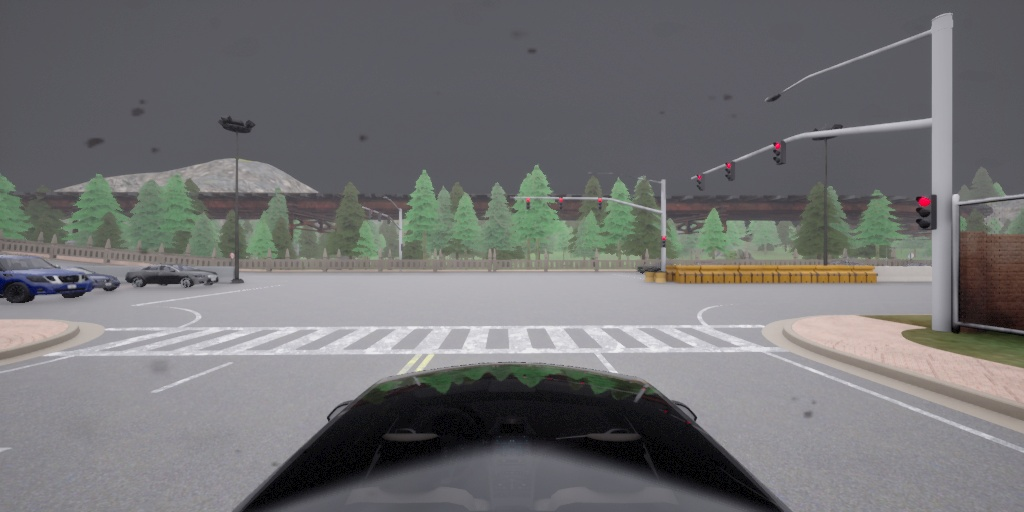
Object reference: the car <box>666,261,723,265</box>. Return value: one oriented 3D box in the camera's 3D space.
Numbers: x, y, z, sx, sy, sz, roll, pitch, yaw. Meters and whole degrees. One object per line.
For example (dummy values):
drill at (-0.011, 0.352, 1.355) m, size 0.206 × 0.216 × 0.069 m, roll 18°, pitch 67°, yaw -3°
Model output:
car at (16.612, 1.227, 31.316) m, size 5.008 × 1.535 × 1.882 m, roll 0°, pitch 0°, yaw -2°

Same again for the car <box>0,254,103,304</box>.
car at (-22.369, 0.960, 15.887) m, size 5.566 × 2.045 × 2.150 m, roll 1°, pitch 0°, yaw -2°

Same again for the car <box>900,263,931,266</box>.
car at (35.845, 1.313, 31.911) m, size 4.181 × 1.385 × 1.994 m, roll 0°, pitch 0°, yaw -2°

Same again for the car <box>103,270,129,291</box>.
car at (-24.179, 1.267, 19.338) m, size 4.674 × 1.442 × 1.812 m, roll 0°, pitch 0°, yaw -2°

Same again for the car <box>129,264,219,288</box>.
car at (-21.597, 1.235, 22.919) m, size 4.902 × 1.511 × 2.128 m, roll 0°, pitch 0°, yaw -2°

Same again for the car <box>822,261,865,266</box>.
car at (35.438, 1.241, 38.903) m, size 4.902 × 1.511 × 2.128 m, roll 0°, pitch 0°, yaw -2°

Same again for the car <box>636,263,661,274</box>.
car at (15.805, 1.350, 38.294) m, size 4.718 × 1.301 × 1.895 m, roll 0°, pitch 0°, yaw -2°
